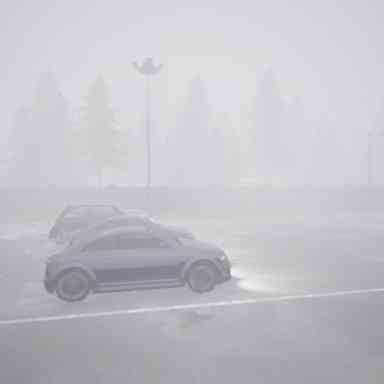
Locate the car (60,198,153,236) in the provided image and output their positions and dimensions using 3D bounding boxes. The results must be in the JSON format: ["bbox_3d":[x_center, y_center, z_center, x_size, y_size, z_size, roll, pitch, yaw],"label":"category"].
[{"bbox_3d":[-4.486,1.237,17.836,4.553,1.767,2.097,0,0,-13],"label":"car"}]

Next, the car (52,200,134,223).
[{"bbox_3d":[-3.688,1.259,14.429,4.553,1.767,2.097,0,0,-13],"label":"car"}]

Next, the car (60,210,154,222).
[{"bbox_3d":[-1.987,1.487,11.233,4.181,1.385,1.994,0,0,-13],"label":"car"}]

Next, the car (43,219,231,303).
[{"bbox_3d":[-1.210,1.510,7.821,4.181,1.385,1.994,0,0,-13],"label":"car"}]
